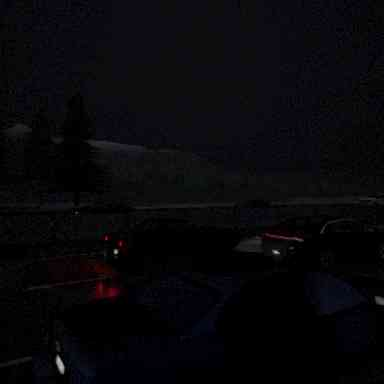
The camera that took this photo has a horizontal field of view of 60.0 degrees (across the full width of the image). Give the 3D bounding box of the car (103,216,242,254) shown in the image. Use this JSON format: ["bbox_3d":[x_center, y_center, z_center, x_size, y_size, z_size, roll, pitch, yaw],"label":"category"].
[{"bbox_3d":[-0.533,1.581,11.667,4.718,1.301,1.895,0,0,-33],"label":"car"}]

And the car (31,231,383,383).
[{"bbox_3d":[0.942,1.542,4.288,5.357,1.411,2.033,0,0,-34],"label":"car"}]

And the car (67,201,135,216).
[{"bbox_3d":[-6.623,1.441,24.559,4.902,1.511,2.128,0,0,-32],"label":"car"}]

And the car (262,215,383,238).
[{"bbox_3d":[4.405,1.482,10.586,4.902,1.511,2.128,0,0,-32],"label":"car"}]

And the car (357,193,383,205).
[{"bbox_3d":[24.402,1.195,43.760,5.566,2.045,2.150,0,0,-23],"label":"car"}]

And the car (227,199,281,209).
[{"bbox_3d":[4.857,1.512,27.156,5.357,1.411,2.033,0,0,-28],"label":"car"}]
